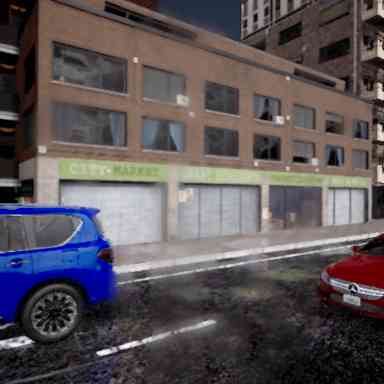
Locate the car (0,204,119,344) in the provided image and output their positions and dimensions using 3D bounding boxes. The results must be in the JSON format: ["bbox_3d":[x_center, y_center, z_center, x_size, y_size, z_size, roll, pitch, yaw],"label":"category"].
[{"bbox_3d":[-3.885,1.220,4.907,5.566,2.045,2.150,1,0,-35],"label":"car"}]

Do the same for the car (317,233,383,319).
[{"bbox_3d":[4.594,1.582,6.961,4.674,1.442,1.812,1,0,-35],"label":"car"}]
